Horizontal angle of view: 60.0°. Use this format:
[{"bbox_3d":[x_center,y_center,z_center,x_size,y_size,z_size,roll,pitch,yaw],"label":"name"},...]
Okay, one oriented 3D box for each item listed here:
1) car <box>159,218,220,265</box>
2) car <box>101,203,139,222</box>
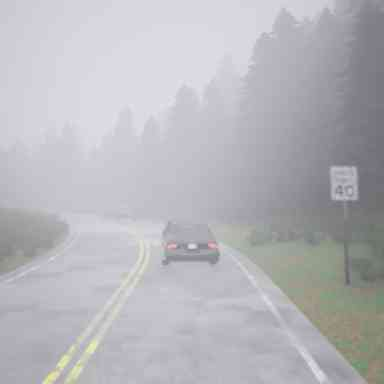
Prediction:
[{"bbox_3d":[-0.218,1.671,12.245,2.033,1.411,5.357,1,-1,-5],"label":"car"},{"bbox_3d":[-6.333,1.725,28.900,2.128,1.511,4.902,4,-2,-35],"label":"car"}]
